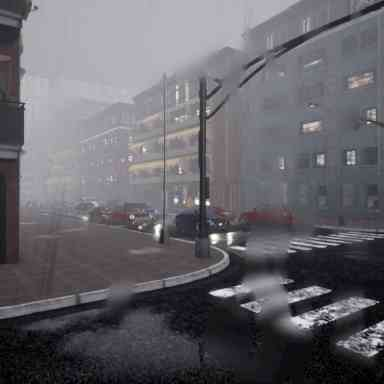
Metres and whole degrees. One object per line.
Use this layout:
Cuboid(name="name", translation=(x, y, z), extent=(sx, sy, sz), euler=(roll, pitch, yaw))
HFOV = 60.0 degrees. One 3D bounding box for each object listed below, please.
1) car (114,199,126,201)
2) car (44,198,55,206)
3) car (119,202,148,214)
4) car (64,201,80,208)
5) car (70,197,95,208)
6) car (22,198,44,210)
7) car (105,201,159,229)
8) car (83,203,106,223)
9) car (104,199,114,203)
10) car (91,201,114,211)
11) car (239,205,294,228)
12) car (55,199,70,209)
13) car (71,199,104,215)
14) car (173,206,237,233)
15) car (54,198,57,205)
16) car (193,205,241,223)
Cuboid(name="car", translation=(-4.670, 1.659, 28.794), extent=(2.097, 1.767, 4.553), euler=(0, -1, -35))
Cuboid(name="car", translation=(-33.035, 2.327, 78.577), extent=(2.192, 1.841, 5.009), euler=(-1, 0, -35))
Cuboid(name="car", translation=(-7.518, 2.037, 42.252), extent=(1.947, 1.339, 4.313), euler=(-1, 0, -35))
Cuboid(name="car", translation=(-23.463, 2.376, 64.955), extent=(1.947, 1.339, 4.313), euler=(-1, 0, -35))
Cuboid(name="car", translation=(-16.117, 1.828, 50.233), extent=(2.150, 2.045, 5.566), euler=(0, -1, -35))
Cuboid(name="car", translation=(-26.713, 2.170, 55.868), extent=(1.967, 1.590, 4.097), euler=(-1, 0, -35))
Cuboid(name="car", translation=(-4.389, 1.694, 24.083), extent=(1.967, 1.590, 4.097), euler=(-1, 0, -35))
Cuboid(name="car", translation=(-7.576, 1.904, 28.624), extent=(1.802, 1.307, 4.206), euler=(-1, 0, -35))
Cuboid(name="car", translation=(-10.711, 1.855, 46.793), extent=(2.192, 1.841, 5.009), euler=(-1, 0, -35))
Cuboid(name="car", translation=(-13.896, 2.158, 51.333), extent=(2.008, 1.369, 4.403), euler=(-1, 0, -35))
Cuboid(name="car", translation=(5.243, 1.638, 24.095), extent=(1.967, 1.590, 4.097), euler=(-1, 0, -35))
Cuboid(name="car", translation=(-22.519, 2.270, 59.332), extent=(1.812, 1.442, 4.674), euler=(0, -1, -35))
Cuboid(name="car", translation=(-12.769, 1.984, 40.350), extent=(1.837, 1.490, 4.892), euler=(0, 0, -35))
Cuboid(name="car", translation=(0.545, 1.759, 21.371), extent=(1.994, 1.385, 4.181), euler=(0, -1, -35))
Cuboid(name="car", translation=(-26.653, 2.428, 69.495), extent=(2.008, 1.369, 4.403), euler=(-1, 0, -35))
Cuboid(name="car", translation=(2.053, 1.849, 28.633), extent=(1.802, 1.307, 4.206), euler=(-1, 0, -35))
